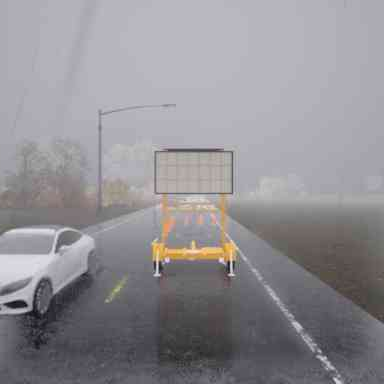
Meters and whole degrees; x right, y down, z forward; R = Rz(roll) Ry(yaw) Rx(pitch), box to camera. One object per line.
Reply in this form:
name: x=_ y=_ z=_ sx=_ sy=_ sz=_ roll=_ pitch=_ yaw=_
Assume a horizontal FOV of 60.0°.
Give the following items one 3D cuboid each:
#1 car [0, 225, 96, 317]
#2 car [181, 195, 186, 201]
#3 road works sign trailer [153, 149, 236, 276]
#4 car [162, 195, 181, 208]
car: x=-3.572 y=1.529 z=7.586 sx=1.812 sy=1.442 sz=4.674 roll=0 pitch=0 yaw=0
car: x=-2.579 y=1.568 z=84.075 sx=1.837 sy=1.490 sz=4.892 roll=0 pitch=0 yaw=1
road works sign trailer: x=0.054 y=0.468 z=10.321 sx=2.380 sy=3.560 sz=2.880 roll=0 pitch=0 yaw=-1
car: x=-3.220 y=1.381 z=49.663 sx=2.097 sy=1.767 sz=4.553 roll=0 pitch=0 yaw=1
